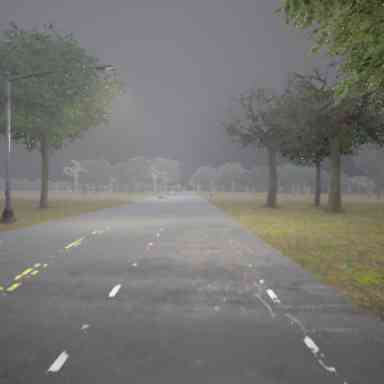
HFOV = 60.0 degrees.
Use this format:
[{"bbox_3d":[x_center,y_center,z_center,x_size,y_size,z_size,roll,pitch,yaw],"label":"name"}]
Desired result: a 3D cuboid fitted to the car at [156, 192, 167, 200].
[{"bbox_3d":[-7.022,0.849,77.133,2.097,1.767,4.553,0,1,0],"label":"car"}]
